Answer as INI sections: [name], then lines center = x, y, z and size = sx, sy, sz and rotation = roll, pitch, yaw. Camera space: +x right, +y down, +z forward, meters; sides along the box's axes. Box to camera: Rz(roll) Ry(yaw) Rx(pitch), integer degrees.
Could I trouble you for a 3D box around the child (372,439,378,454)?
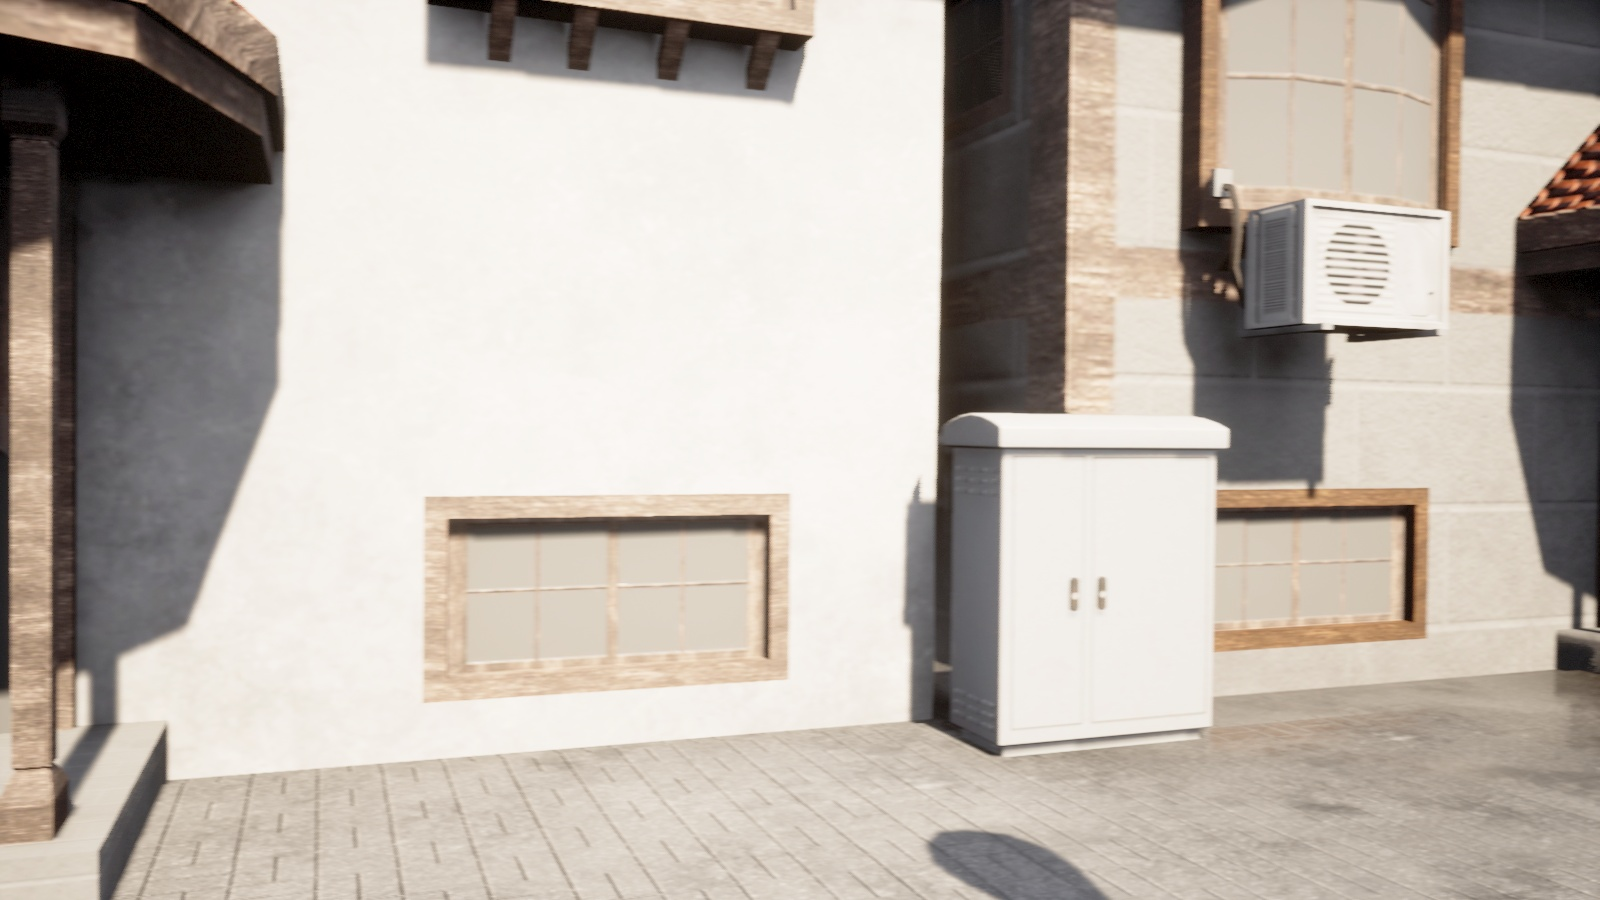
[child]
center = -30.557, -0.256, 90.282
size = 0.394, 1.110, 0.255
rotation = -1, 1, -17
